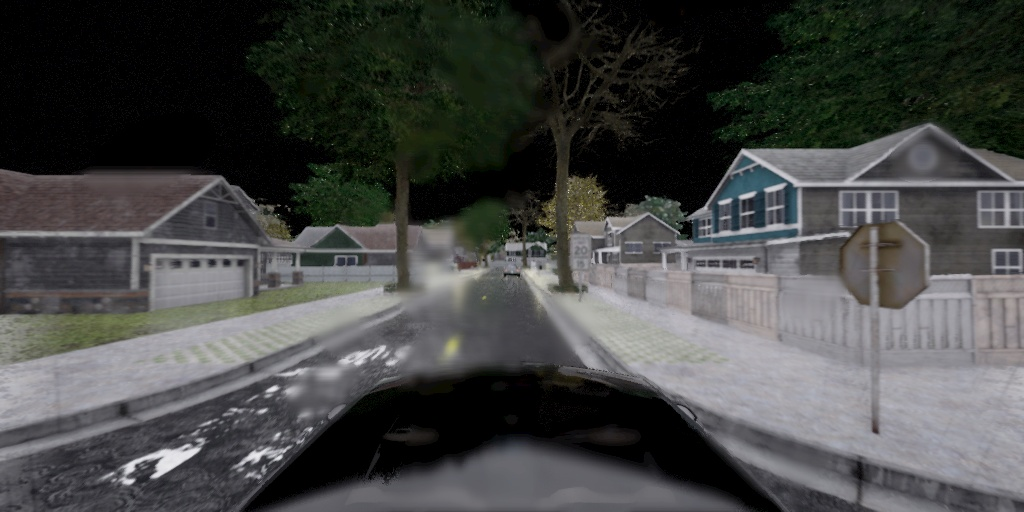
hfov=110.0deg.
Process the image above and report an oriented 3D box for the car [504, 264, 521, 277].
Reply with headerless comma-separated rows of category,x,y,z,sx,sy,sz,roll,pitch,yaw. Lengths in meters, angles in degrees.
car,0.006,1.798,42.821,1.994,1.385,4.181,0,-1,0
